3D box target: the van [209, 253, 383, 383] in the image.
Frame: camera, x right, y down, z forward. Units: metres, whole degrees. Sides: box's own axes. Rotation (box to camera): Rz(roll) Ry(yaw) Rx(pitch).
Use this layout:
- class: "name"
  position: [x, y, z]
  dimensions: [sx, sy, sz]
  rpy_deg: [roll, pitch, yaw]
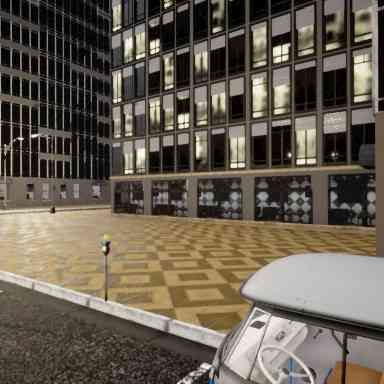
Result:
- class: "van"
  position: [1.900, 1.341, 1.523]
  dimensions: [3.998, 1.788, 1.690]
  rpy_deg: [0, 0, 35]
